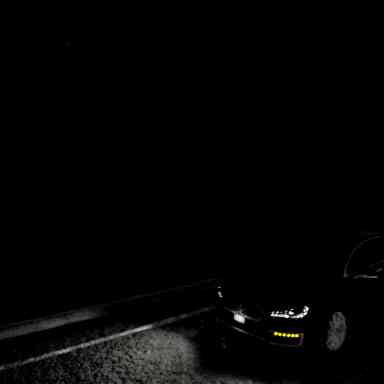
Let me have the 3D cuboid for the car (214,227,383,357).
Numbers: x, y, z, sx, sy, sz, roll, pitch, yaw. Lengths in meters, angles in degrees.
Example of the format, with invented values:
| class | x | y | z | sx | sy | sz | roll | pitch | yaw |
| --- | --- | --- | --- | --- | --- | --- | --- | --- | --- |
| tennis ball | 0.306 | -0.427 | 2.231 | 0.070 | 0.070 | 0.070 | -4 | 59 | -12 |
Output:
| class | x | y | z | sx | sy | sz | roll | pitch | yaw |
| --- | --- | --- | --- | --- | --- | --- | --- | --- | --- |
| car | 2.551 | 1.484 | 6.149 | 4.892 | 1.490 | 1.837 | -1 | 1 | -39 |
